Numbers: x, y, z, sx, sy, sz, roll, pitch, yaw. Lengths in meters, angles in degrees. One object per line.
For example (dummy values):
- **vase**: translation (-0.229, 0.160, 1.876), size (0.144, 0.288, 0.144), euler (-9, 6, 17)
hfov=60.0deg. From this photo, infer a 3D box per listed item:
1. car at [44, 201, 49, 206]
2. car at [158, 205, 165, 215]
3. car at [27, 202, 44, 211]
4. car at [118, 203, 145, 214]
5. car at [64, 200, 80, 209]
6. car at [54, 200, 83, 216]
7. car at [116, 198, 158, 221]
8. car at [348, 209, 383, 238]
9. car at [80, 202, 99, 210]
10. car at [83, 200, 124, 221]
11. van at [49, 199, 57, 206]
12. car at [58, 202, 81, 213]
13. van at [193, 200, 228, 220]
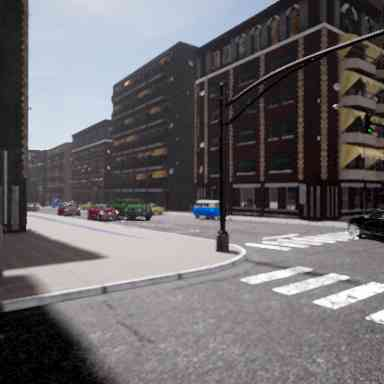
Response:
- **car**: translation (-37.991, 3.058, 86.805), size (1.947, 1.339, 4.313), euler (-1, 0, -36)
- **car**: translation (-5.107, 2.082, 41.170), size (1.752, 1.417, 4.829), euler (-1, 0, -36)
- **car**: translation (-28.146, 2.528, 58.920), size (1.752, 1.417, 4.829), euler (-1, 0, -36)
- **car**: translation (-8.305, 2.213, 45.609), size (1.947, 1.339, 4.313), euler (-1, 0, -36)
- **car**: translation (-24.800, 2.555, 68.496), size (1.967, 1.590, 4.097), euler (-1, 0, -36)
- **car**: translation (-15.053, 2.071, 40.749), size (1.967, 1.590, 4.097), euler (-1, 0, -36)
- **car**: translation (-5.901, 1.658, 32.449), size (2.150, 2.045, 5.566), euler (0, -1, -36)
- **car**: translation (9.182, 1.473, 15.079), size (1.882, 1.535, 5.008), euler (1, -1, -8)
- **car**: translation (-18.301, 2.456, 59.480), size (1.752, 1.417, 4.829), euler (-1, 0, -36)
- **car**: translation (-8.456, 1.885, 31.594), size (1.967, 1.590, 4.097), euler (-1, 0, -36)
- **van**: translation (-31.400, 2.644, 77.652), size (1.690, 1.788, 3.998), euler (-1, 0, -36)
- **car**: translation (-18.527, 2.290, 50.136), size (2.128, 1.511, 4.902), euler (0, -1, -36)
- **van**: translation (1.723, 1.710, 31.977), size (1.690, 1.788, 3.998), euler (-1, 0, -36)
